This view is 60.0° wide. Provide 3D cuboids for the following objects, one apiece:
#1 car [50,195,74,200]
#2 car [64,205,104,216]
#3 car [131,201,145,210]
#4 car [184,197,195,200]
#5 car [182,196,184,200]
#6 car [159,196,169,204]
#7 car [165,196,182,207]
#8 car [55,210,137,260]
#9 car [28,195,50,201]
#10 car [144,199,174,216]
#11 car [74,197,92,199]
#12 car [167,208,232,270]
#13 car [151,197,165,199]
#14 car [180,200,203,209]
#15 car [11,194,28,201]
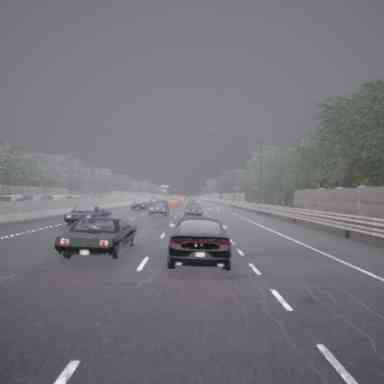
[{"bbox_3d":[-20.914,1.325,54.882,1.882,1.535,5.008,2,-1,0],"label":"car"},{"bbox_3d":[-6.810,1.553,22.299,1.895,1.301,4.718,2,-1,0],"label":"car"},{"bbox_3d":[-6.875,1.796,44.786,1.895,1.301,4.718,2,-1,0],"label":"car"},{"bbox_3d":[0.072,2.155,62.790,2.128,1.511,4.902,2,-1,0],"label":"car"},{"bbox_3d":[-3.475,2.237,78.889,1.837,1.490,4.892,2,-1,0],"label":"car"},{"bbox_3d":[-6.979,2.019,82.838,2.097,1.767,4.553,2,-1,0],"label":"car"},{"bbox_3d":[-3.423,1.895,62.716,2.097,1.767,4.553,2,-1,0],"label":"car"},{"bbox_3d":[-3.283,1.585,12.415,1.895,1.301,4.718,2,0,0],"label":"car"},{"bbox_3d":[-24.409,1.230,54.878,2.128,1.511,4.902,2,-1,0],"label":"car"},{"bbox_3d":[-3.345,1.747,34.887,2.033,1.411,5.357,2,-1,0],"label":"car"},{"bbox_3d":[-17.419,1.537,55.177,1.994,1.385,4.181,2,-1,0],"label":"car"},{"bbox_3d":[0.223,1.574,11.525,1.882,1.535,5.008,2,0,0],"label":"car"},{"bbox_3d":[-6.918,1.776,62.707,2.097,1.767,4.553,2,-1,0],"label":"car"},{"bbox_3d":[0.154,1.856,33.996,2.033,1.411,5.357,2,-1,0],"label":"car"},{"bbox_3d":[-27.902,1.121,54.800,2.128,1.511,4.902,2,-1,0],"label":"car"}]
